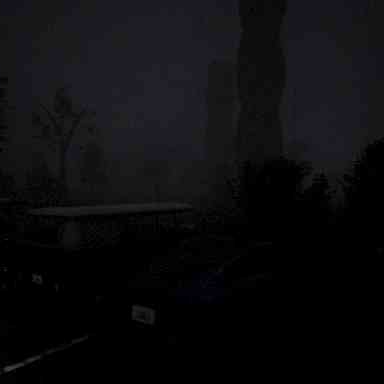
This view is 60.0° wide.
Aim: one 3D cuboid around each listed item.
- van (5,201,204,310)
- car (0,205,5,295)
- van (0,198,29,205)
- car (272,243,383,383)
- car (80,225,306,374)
[{"bbox_3d":[-1.413,1.243,7.523,1.878,1.987,4.442,0,0,35],"label":"van"},{"bbox_3d":[-3.848,1.333,9.077,2.185,1.767,4.553,0,0,35],"label":"car"},{"bbox_3d":[-8.282,1.198,12.133,1.878,1.987,4.442,1,0,35],"label":"van"},{"bbox_3d":[2.984,1.510,4.209,2.163,1.488,4.792,0,0,35],"label":"car"},{"bbox_3d":[0.778,1.505,5.855,2.163,1.488,4.792,0,0,35],"label":"car"}]
